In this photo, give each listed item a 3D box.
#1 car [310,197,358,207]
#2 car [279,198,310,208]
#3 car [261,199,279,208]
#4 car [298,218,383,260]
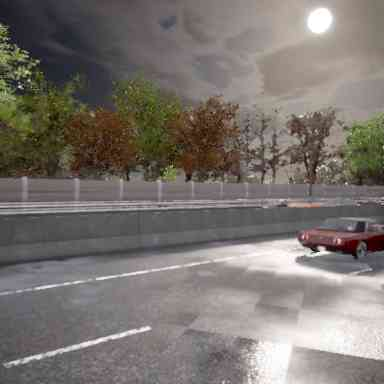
[{"bbox_3d":[13.478,1.389,30.803,4.553,1.767,2.097,0,0,-35],"label":"car"},{"bbox_3d":[11.426,1.389,33.638,4.553,1.767,2.097,0,0,-35],"label":"car"},{"bbox_3d":[9.687,1.529,36.694,4.902,1.511,2.128,0,0,-35],"label":"car"},{"bbox_3d":[6.159,1.612,12.445,4.718,1.301,1.895,0,0,-35],"label":"car"}]
